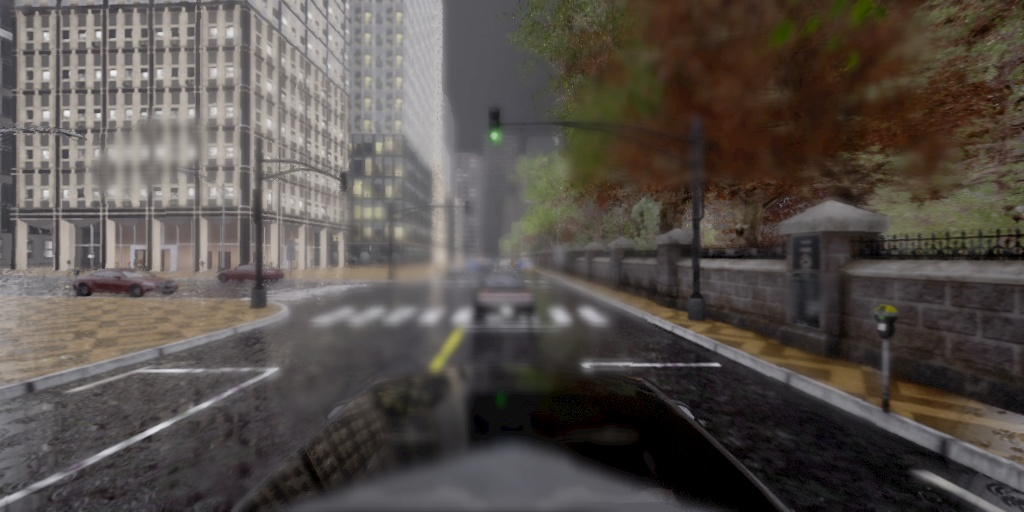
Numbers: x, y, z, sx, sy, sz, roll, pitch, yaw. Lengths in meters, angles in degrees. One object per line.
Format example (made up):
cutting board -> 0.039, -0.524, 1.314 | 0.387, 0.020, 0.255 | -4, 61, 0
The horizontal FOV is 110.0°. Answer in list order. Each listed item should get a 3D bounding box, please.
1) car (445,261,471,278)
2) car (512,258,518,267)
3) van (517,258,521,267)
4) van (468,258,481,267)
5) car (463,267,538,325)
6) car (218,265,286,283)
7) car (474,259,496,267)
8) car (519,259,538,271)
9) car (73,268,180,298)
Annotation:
car -> -5.684, 1.458, 36.267 | 2.007, 1.370, 4.403 | 0, 0, -1
car -> 1.436, 1.548, 64.498 | 1.751, 1.417, 4.829 | 0, 0, -2
van -> 1.939, 1.296, 47.702 | 1.690, 1.789, 3.998 | 0, 0, -1
van -> -6.395, 1.341, 58.441 | 1.690, 1.789, 3.998 | 0, 0, -2
car -> -0.457, 1.289, 12.064 | 2.128, 1.511, 4.902 | 0, 0, -8
car -> -18.122, 1.244, 25.048 | 4.207, 1.307, 1.802 | 0, 0, 4
car -> -3.479, 1.505, 48.060 | 2.033, 1.411, 5.357 | 0, 0, -1
car -> 2.069, 1.457, 42.329 | 1.751, 1.417, 4.829 | 0, 0, -1
car -> -18.176, 1.227, 16.934 | 4.207, 1.307, 1.802 | 0, 0, 4
